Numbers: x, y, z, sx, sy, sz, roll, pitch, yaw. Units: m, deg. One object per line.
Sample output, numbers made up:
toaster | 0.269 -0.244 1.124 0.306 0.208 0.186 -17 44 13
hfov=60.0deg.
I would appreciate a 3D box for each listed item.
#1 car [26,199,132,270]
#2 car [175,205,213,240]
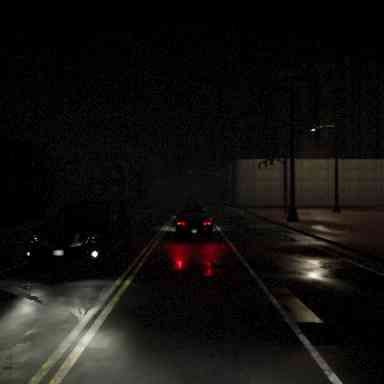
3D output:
car | -3.558 1.288 11.668 2.150 2.045 5.566 0 0 0
car | 0.094 1.624 17.585 1.812 1.442 4.674 0 0 0
